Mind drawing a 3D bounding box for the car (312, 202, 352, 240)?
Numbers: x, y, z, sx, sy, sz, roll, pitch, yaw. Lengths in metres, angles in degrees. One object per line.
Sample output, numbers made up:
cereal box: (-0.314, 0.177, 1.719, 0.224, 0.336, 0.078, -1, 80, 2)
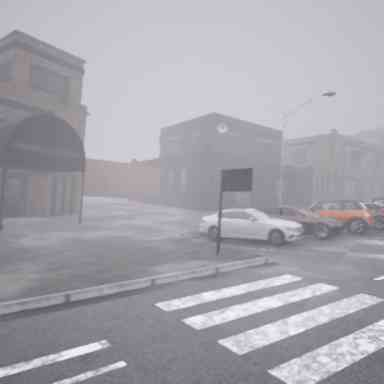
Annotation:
car: (4.962, 1.407, 16.444, 4.792, 1.488, 2.163, -1, -1, 34)

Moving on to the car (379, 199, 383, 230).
car: (9.710, 1.360, 19.905, 4.792, 1.488, 2.163, -1, 0, 35)

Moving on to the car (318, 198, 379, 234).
car: (7.356, 1.228, 18.156, 4.553, 1.767, 2.185, -1, 0, 34)

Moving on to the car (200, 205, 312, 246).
car: (2.537, 1.442, 14.742, 4.674, 1.452, 2.002, -1, -1, 34)
